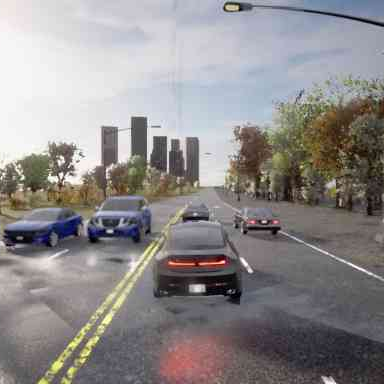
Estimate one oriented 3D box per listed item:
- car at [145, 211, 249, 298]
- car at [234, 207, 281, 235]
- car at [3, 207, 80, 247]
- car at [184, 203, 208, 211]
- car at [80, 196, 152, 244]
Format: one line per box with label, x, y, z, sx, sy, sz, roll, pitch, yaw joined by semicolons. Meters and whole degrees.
car;0.120;1.490;8.503;1.837;1.490;4.892;-1;1;1
car;3.506;1.523;18.731;2.033;1.411;5.357;0;0;0
car;-6.516;1.471;15.119;1.882;1.535;5.008;0;0;1
car;0.298;1.527;25.692;1.994;1.385;4.181;-1;1;2
car;-3.257;1.214;16.078;2.150;2.045;5.566;0;0;1
